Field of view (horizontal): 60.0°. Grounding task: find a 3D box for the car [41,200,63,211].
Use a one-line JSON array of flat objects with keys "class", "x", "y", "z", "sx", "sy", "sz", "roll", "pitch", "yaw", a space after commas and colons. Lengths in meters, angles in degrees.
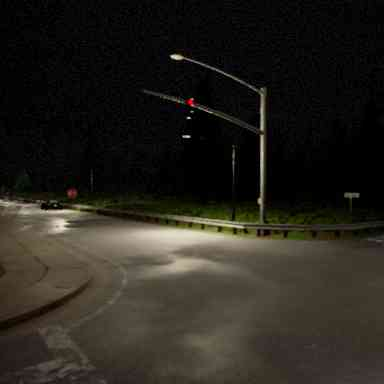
[{"class": "car", "x": -18.144, "y": 1.663, "z": 43.026, "sx": 1.994, "sy": 1.385, "sz": 4.181, "roll": 0, "pitch": 0, "yaw": -35}]
